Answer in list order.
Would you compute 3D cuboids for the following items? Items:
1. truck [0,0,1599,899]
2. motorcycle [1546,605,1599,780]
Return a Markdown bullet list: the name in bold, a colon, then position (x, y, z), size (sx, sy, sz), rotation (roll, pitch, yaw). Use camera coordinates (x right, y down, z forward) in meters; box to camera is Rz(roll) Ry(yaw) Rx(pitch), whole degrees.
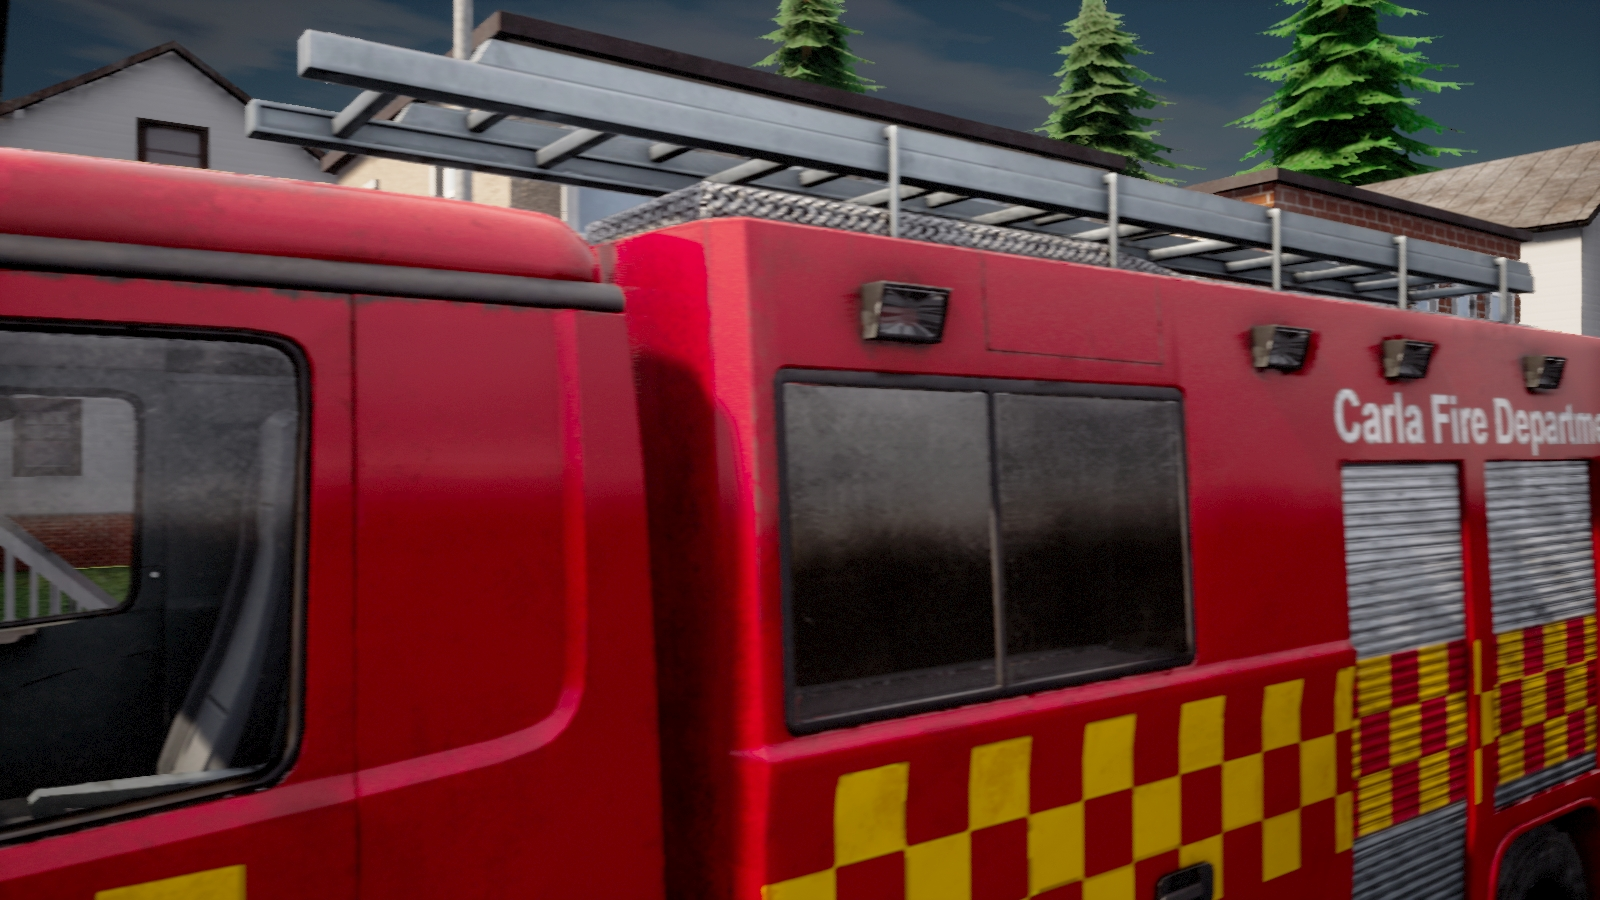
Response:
- **truck**: position (0.126, 0.670, 4.452), size (8.468, 3.827, 2.891), rotation (0, 0, -36)
- **motorcycle**: position (7.012, 1.962, 9.419), size (1.805, 1.236, 0.856), rotation (0, 0, -36)
